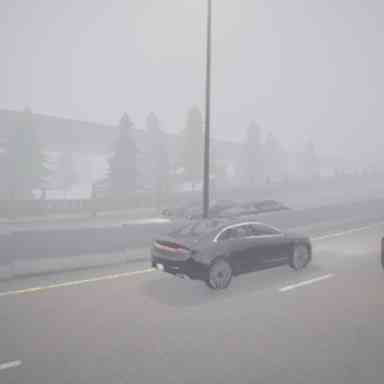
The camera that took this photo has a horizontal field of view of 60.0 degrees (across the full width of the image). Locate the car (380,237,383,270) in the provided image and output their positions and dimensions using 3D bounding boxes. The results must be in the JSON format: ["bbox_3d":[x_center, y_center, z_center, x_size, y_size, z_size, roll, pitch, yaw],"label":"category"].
[{"bbox_3d":[6.858,1.291,8.660,5.008,1.535,1.882,-3,2,-36],"label":"car"}]

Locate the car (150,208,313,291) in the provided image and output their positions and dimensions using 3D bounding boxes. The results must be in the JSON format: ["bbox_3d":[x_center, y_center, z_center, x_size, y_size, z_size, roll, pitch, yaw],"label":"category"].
[{"bbox_3d":[1.252,1.436,8.958,4.902,1.511,2.128,-1,1,-35],"label":"car"}]

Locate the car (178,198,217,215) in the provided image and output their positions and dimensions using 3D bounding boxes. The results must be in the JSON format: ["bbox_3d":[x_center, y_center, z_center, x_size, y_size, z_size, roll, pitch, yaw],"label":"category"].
[{"bbox_3d":[1.701,1.175,22.427,4.674,1.442,1.812,-4,2,-36],"label":"car"}]

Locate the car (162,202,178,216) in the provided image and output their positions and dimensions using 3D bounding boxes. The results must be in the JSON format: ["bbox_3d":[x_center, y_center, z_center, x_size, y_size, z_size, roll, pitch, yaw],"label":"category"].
[{"bbox_3d":[-0.230,1.208,25.349,4.181,1.385,1.994,-4,2,-36],"label":"car"}]

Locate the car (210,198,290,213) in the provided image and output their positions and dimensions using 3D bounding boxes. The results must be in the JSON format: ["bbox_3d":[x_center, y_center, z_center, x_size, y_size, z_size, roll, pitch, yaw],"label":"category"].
[{"bbox_3d":[3.702,1.156,19.555,4.892,1.490,1.837,-4,2,-36],"label":"car"}]
